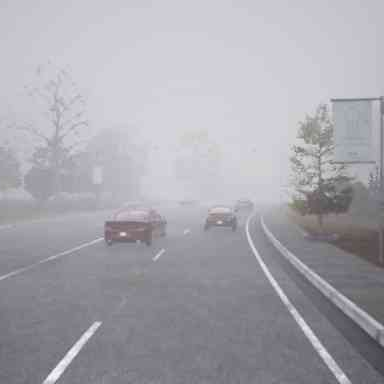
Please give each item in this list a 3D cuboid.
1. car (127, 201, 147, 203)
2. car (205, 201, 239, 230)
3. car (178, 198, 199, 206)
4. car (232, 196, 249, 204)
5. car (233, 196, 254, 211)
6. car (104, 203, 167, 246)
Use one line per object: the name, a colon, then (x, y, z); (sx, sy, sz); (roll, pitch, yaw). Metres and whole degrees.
car: (-4.512, 1.503, 26.214); (1.837, 1.490, 4.892); (0, 0, 11)
car: (1.895, 1.547, 21.034); (1.812, 1.442, 4.674); (0, 0, 8)
car: (-0.506, 1.619, 53.421); (1.895, 1.301, 4.718); (0, 0, 21)
car: (10.017, 1.623, 68.520); (2.033, 1.411, 5.357); (0, 0, 26)
car: (6.532, 1.545, 41.057); (2.128, 1.511, 4.902); (0, 0, 17)
car: (-2.408, 1.479, 15.298); (1.882, 1.535, 5.008); (0, 0, 6)
